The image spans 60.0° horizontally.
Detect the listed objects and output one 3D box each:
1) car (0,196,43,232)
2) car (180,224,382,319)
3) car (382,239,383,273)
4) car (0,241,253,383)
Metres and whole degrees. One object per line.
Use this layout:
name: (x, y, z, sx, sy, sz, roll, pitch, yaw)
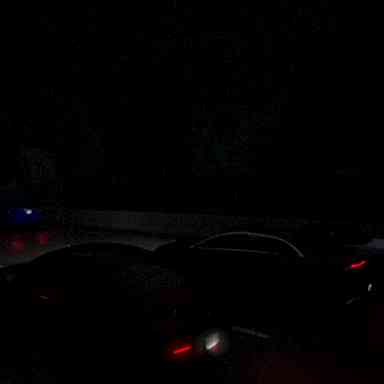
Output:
car: (-11.687, 1.281, 20.964, 5.566, 2.045, 2.150, 0, 0, 36)
car: (1.240, 1.501, 7.413, 4.902, 1.511, 2.128, 0, 0, 36)
car: (3.624, 1.609, 10.011, 4.718, 1.301, 1.895, 0, 0, 36)
car: (-1.629, 1.538, 5.161, 4.674, 1.442, 1.812, 0, 0, 36)
